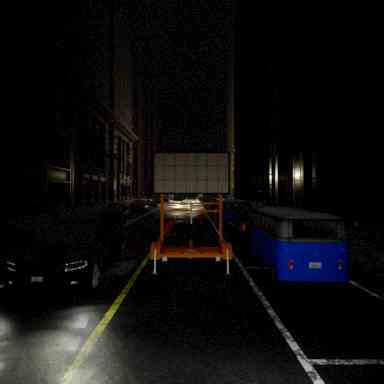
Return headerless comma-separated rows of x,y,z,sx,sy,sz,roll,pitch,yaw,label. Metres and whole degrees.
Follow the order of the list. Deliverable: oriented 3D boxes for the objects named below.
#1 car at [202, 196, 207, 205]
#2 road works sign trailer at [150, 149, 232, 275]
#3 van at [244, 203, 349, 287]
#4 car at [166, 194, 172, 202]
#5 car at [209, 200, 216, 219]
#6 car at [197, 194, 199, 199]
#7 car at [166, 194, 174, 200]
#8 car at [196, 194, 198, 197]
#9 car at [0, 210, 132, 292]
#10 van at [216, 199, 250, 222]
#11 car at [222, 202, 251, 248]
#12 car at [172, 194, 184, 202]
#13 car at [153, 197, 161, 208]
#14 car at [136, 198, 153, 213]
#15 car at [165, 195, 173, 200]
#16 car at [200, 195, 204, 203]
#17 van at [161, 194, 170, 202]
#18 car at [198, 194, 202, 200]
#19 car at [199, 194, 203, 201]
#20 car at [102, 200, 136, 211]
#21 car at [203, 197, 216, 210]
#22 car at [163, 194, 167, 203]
2.598,1.529,42.770,1.887,1.381,4.507,1,0,0,car
-0.019,0.465,10.477,2.380,3.560,2.880,0,0,0,road works sign trailer
2.661,1.342,9.022,1.690,1.788,3.998,1,0,0,van
-5.977,1.388,70.872,1.967,1.590,4.097,1,0,0,car
2.628,1.546,25.896,2.008,1.369,4.403,1,0,0,car
2.557,1.523,65.270,1.947,1.339,4.313,1,0,0,car
-6.018,1.348,93.369,1.967,1.590,4.097,1,0,0,car
2.527,1.473,82.143,1.887,1.381,4.507,1,0,0,car
-3.117,1.478,9.167,1.882,1.535,5.008,0,0,0,car
2.641,1.339,20.272,1.690,1.788,3.998,1,0,0,van
2.650,1.440,14.646,1.967,1.590,4.097,1,0,0,car
-3.137,1.294,74.751,2.097,1.767,4.553,0,0,0,car
-5.937,1.504,48.203,1.752,1.417,4.829,1,0,0,car
-5.917,1.540,37.125,2.008,1.369,4.403,1,0,0,car
-6.010,1.484,87.745,1.947,1.339,4.313,1,0,0,car
2.588,1.523,48.394,1.887,1.381,4.507,1,0,0,car
-5.986,1.279,76.496,1.690,1.788,3.998,1,0,0,van
2.567,1.510,59.644,1.887,1.381,4.507,1,0,0,car
2.578,1.517,54.019,1.887,1.381,4.507,1,0,0,car
-5.897,1.540,25.876,1.887,1.381,4.507,1,0,0,car
2.608,1.540,37.146,2.008,1.369,4.403,1,0,0,car
-5.959,1.547,59.623,1.802,1.307,4.206,1,0,0,car
